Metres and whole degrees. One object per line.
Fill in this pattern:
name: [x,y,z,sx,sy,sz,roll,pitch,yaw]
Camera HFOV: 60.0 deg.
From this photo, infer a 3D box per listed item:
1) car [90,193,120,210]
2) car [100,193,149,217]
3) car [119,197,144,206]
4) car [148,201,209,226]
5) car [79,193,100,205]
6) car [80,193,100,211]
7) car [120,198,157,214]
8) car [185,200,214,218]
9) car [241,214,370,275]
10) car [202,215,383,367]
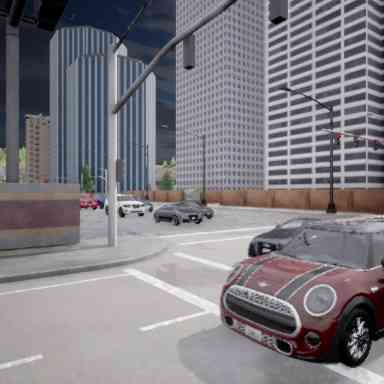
car: [-12.000,1.221,45.352,2.150,2.045,5.566,0,0,-35]
car: [-6.438,1.221,31.349,2.150,2.045,5.566,0,0,-35]
car: [-10.075,1.547,55.090,2.033,1.411,5.357,0,0,-35]
car: [-1.055,1.564,23.713,1.994,1.385,4.181,0,0,-35]
car: [-19.124,1.222,61.853,2.150,2.045,5.566,0,0,-35]
car: [-13.659,1.221,41.621,2.150,2.045,5.566,0,0,-35]
car: [-6.054,1.491,36.889,2.128,1.511,4.902,0,0,-35]
car: [-0.091,1.505,28.420,1.837,1.490,4.892,0,0,-35]
car: [3.836,1.564,11.024,4.181,1.385,1.994,0,0,-35]
car: [2.670,1.352,5.896,4.553,1.767,2.097,0,0,-35]
